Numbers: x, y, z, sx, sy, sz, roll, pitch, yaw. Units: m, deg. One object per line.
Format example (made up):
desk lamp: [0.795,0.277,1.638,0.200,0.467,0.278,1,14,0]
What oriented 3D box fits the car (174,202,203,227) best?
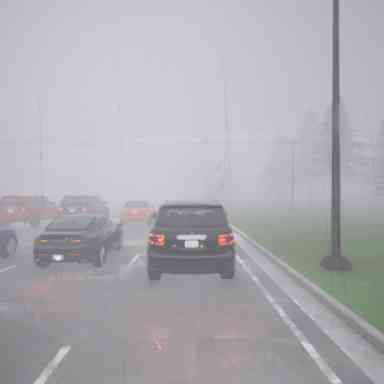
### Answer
car: [-0.264,1.513,23.502,1.812,1.442,4.674,0,0,-1]

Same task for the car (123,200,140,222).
car: [-3.769,1.339,23.798,2.097,1.767,4.553,0,0,-1]

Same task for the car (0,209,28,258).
car: [-7.069,1.473,9.744,1.882,1.535,5.008,0,0,-1]

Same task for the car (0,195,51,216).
car: [-10.748,1.211,22.322,2.150,2.045,5.566,0,0,-1]

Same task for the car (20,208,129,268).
car: [-3.586,1.498,11.253,1.837,1.490,4.892,0,0,-1]

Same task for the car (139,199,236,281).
car: [-0.042,1.219,9.979,2.150,2.045,5.566,0,0,-1]

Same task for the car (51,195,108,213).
car: [-7.250,1.210,22.651,2.150,2.045,5.566,0,0,-1]
